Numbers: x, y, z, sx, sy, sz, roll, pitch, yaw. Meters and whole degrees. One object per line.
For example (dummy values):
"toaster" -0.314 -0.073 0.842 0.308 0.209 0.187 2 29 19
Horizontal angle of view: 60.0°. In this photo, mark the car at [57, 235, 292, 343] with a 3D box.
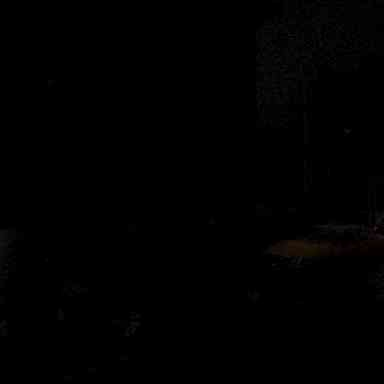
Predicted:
"car" -0.279 1.566 6.469 4.313 1.339 1.947 0 0 -36

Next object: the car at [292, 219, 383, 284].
"car" 3.992 1.526 9.552 4.829 1.417 1.752 0 0 -36
